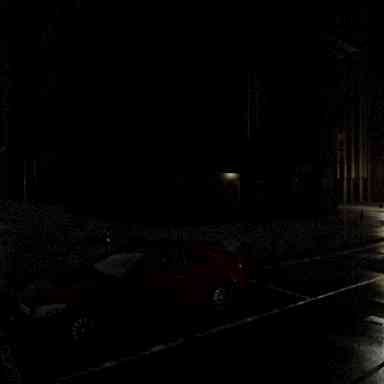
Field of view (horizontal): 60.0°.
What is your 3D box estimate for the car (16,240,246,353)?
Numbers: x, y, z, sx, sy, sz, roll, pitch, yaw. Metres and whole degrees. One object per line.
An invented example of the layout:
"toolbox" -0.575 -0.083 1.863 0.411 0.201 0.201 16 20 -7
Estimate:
"car" -0.844 1.581 6.075 4.206 1.307 1.802 0 0 -36
